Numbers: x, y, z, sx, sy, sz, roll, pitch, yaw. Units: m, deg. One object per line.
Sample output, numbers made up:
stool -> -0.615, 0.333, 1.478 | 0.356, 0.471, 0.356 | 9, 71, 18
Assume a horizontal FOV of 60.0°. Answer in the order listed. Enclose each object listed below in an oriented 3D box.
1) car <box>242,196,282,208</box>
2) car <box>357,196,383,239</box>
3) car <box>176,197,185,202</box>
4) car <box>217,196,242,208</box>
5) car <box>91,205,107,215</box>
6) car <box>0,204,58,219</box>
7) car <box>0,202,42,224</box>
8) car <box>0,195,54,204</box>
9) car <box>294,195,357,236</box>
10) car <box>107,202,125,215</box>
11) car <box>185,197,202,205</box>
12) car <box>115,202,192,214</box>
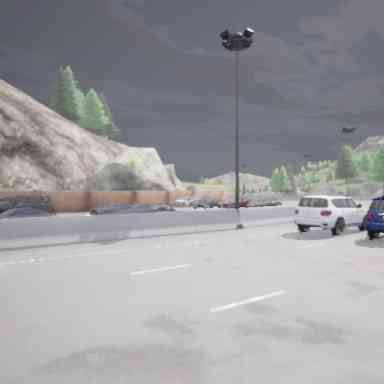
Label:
car -> 7.290, 1.151, 32.888 | 1.837, 1.490, 4.892 | 0, 0, 41
car -> 10.375, 1.219, 16.120 | 5.566, 2.045, 2.150 | 0, 0, -42
car -> -0.626, 1.174, 39.786 | 1.812, 1.442, 4.674 | 0, 0, 41
car -> 4.651, 1.128, 35.187 | 1.882, 1.535, 5.008 | 0, 0, 41
car -> -6.676, 1.561, 29.272 | 4.181, 1.385, 1.994 | 0, 0, -38
car -> -9.644, 1.562, 18.487 | 4.181, 1.385, 1.994 | 0, 0, -36
car -> -13.744, 1.502, 24.161 | 4.892, 1.490, 1.837 | 0, 0, -36
car -> -11.632, 1.219, 21.368 | 5.566, 2.045, 2.150 | 0, 0, -36
car -> 7.912, 1.217, 18.636 | 5.566, 2.045, 2.150 | 0, 0, -42
car -> -4.226, 1.561, 26.746 | 4.181, 1.385, 1.994 | 0, 0, -38
car -> 2.012, 1.190, 37.486 | 2.033, 1.411, 5.357 | 0, 0, 41
car -> -2.654, 1.598, 23.546 | 4.718, 1.301, 1.895 | 0, 0, -36
